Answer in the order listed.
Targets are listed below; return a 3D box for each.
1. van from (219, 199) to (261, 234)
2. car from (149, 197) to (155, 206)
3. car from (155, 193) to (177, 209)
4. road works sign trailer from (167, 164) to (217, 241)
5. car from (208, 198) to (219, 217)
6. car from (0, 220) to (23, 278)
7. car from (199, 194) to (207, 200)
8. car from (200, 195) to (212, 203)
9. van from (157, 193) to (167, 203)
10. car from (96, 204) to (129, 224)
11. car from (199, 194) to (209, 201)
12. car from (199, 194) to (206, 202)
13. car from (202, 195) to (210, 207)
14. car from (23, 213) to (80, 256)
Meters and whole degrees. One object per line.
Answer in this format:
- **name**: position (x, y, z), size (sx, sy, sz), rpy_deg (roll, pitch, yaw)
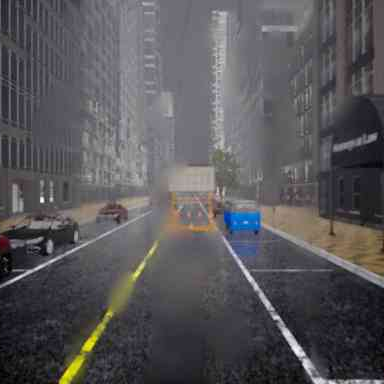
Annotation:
- **van**: position (2.684, 1.297, 18.482), size (1.690, 1.788, 3.998), rpy_deg (0, 0, 0)
- **car**: position (-5.708, 1.418, 52.637), size (2.008, 1.369, 4.403), rpy_deg (0, 0, 0)
- **car**: position (-3.108, 1.115, 43.168), size (2.150, 2.045, 5.566), rpy_deg (0, 0, 0)
- **road works sign trailer**: position (-0.006, 0.425, 16.497), size (2.380, 3.560, 2.880), rpy_deg (0, 0, 0)
- **car**: position (2.680, 1.509, 29.866), size (1.802, 1.307, 4.206), rpy_deg (0, 0, 0)
- **car**: position (-5.694, 1.424, 7.097), size (1.967, 1.590, 4.097), rpy_deg (0, 0, 0)
- **car**: position (2.663, 1.201, 81.098), size (1.967, 1.590, 4.097), rpy_deg (0, 0, 0)
- **car**: position (2.669, 1.380, 64.021), size (2.008, 1.369, 4.403), rpy_deg (0, 0, 0)
- **van**: position (-5.711, 1.171, 64.022), size (1.690, 1.788, 3.998), rpy_deg (0, 0, 0)
- **car**: position (-5.699, 1.523, 24.174), size (1.802, 1.307, 4.206), rpy_deg (0, 0, 0)
- **car**: position (2.666, 1.224, 75.406), size (1.967, 1.590, 4.097), rpy_deg (0, 0, 0)
- **car**: position (2.671, 1.401, 58.329), size (2.008, 1.369, 4.403), rpy_deg (0, 0, 0)
- **car**: position (2.674, 1.466, 46.944), size (1.802, 1.307, 4.206), rpy_deg (0, 0, 0)
- **car**: position (-5.695, 1.520, 12.790), size (2.008, 1.369, 4.403), rpy_deg (0, 0, 0)
